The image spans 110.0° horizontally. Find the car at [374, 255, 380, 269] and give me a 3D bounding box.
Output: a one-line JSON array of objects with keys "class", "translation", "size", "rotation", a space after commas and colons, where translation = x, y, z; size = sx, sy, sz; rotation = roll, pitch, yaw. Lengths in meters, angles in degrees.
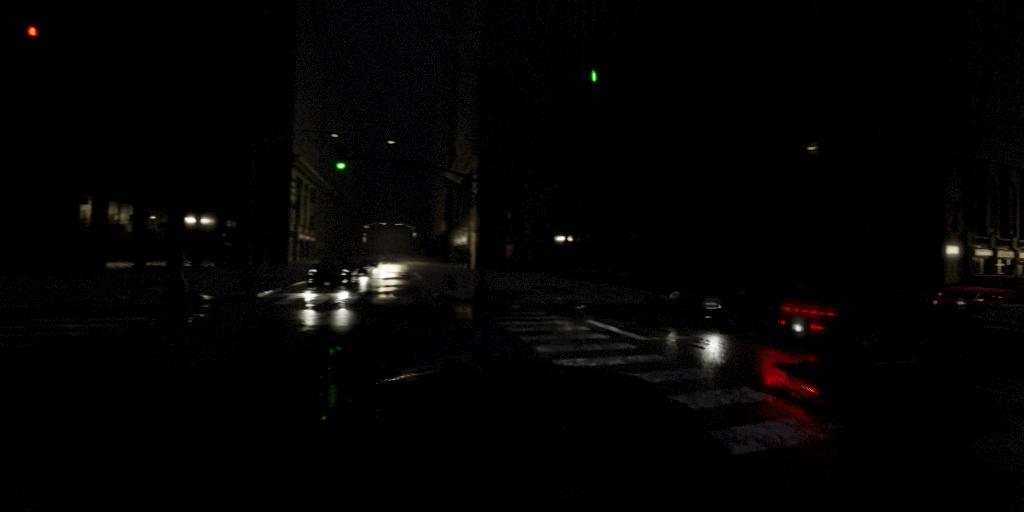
[{"class": "car", "translation": [-17.882, 0.838, 45.357], "size": [1.812, 1.442, 4.674], "rotation": [2, 0, -17]}]

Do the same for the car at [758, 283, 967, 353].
[{"class": "car", "translation": [9.447, 1.623, 9.695], "size": [4.892, 1.490, 1.837], "rotation": [2, -1, -18]}]

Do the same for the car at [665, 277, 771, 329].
[{"class": "car", "translation": [8.201, 1.603, 12.559], "size": [5.008, 1.535, 1.882], "rotation": [2, -1, -16]}]

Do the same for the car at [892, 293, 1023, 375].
[{"class": "car", "translation": [10.224, 1.637, 7.040], "size": [4.403, 1.370, 2.007], "rotation": [0, 0, -18]}]

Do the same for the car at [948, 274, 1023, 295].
[{"class": "car", "translation": [23.353, 1.918, 17.355], "size": [5.566, 2.045, 2.150], "rotation": [2, -1, -18]}]

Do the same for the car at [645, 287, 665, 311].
[{"class": "car", "translation": [7.676, 1.597, 15.175], "size": [4.097, 1.591, 1.967], "rotation": [0, 0, -18]}]

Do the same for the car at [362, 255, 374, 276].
[{"class": "car", "translation": [-13.584, 0.884, 31.567], "size": [1.882, 1.535, 5.008], "rotation": [2, 0, -17]}]

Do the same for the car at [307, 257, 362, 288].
[{"class": "car", "translation": [-10.134, 0.836, 20.558], "size": [2.097, 1.767, 4.553], "rotation": [2, 0, -17]}]
